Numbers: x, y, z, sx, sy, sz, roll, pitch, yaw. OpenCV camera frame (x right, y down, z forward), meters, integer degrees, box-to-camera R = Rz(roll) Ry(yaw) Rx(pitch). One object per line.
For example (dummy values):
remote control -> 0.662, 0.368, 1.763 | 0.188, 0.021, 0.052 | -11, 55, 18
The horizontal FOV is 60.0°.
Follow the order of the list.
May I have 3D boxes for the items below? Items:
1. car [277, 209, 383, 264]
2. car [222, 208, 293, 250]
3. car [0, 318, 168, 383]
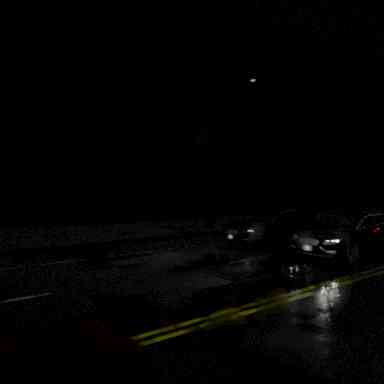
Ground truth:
car -> 5.517, 1.432, 11.609 | 4.902, 1.511, 2.128 | 0, 0, -35
car -> 3.466, 1.433, 14.138 | 4.902, 1.511, 2.128 | 0, 0, -35
car -> -2.327, 1.607, 1.782 | 4.718, 1.301, 1.895 | 0, 0, -35
